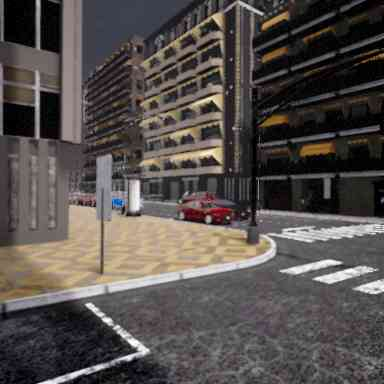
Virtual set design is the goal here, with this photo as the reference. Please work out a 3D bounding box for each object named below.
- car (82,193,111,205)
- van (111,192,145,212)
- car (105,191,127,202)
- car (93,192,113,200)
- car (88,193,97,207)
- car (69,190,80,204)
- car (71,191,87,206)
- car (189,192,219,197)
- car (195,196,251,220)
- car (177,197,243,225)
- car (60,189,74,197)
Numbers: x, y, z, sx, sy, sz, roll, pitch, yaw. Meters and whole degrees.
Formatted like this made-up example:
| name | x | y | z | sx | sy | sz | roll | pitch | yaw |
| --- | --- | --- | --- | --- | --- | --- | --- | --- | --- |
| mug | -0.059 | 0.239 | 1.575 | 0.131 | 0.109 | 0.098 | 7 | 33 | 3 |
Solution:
| name | x | y | z | sx | sy | sz | roll | pitch | yaw |
| --- | --- | --- | --- | --- | --- | --- | --- | --- | --- |
| car | -12.864 | 0.845 | 44.653 | 2.033 | 1.411 | 5.357 | 1 | 1 | -36 |
| van | -5.820 | 0.860 | 30.504 | 1.690 | 1.788 | 3.998 | 2 | 0 | -36 |
| car | -12.327 | 0.674 | 53.747 | 1.967 | 1.590 | 4.097 | 2 | 0 | -36 |
| car | -15.651 | 0.712 | 58.326 | 1.947 | 1.339 | 4.313 | 2 | 0 | -36 |
| car | -9.147 | 0.975 | 35.084 | 1.887 | 1.381 | 4.507 | 2 | 0 | -36 |
| car | -15.688 | 0.783 | 44.105 | 1.752 | 1.417 | 4.829 | 2 | 0 | -36 |
| car | -12.468 | 0.887 | 39.663 | 1.887 | 1.381 | 4.507 | 2 | 0 | -36 |
| car | 0.960 | 0.901 | 35.430 | 2.192 | 1.841 | 5.009 | 2 | 0 | -36 |
| car | 2.240 | 1.261 | 23.773 | 1.994 | 1.385 | 4.181 | 1 | 1 | -36 |
| car | 0.815 | 1.239 | 21.346 | 1.887 | 1.381 | 4.507 | 2 | 0 | -36 |
| car | -28.931 | 0.235 | 76.644 | 1.967 | 1.590 | 4.097 | 2 | 0 | -36 |
